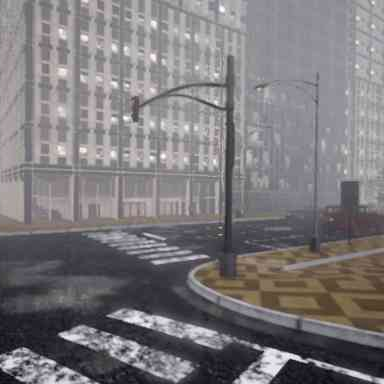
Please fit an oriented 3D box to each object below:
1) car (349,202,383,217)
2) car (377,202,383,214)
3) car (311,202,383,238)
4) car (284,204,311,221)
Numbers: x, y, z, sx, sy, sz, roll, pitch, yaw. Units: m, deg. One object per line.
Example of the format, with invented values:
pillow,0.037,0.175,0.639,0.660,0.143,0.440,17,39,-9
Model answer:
car,19.490,1.852,36.685,4.829,1.417,1.752,0,1,-34
car,24.309,1.915,39.983,4.313,1.339,1.947,0,1,-34
car,10.045,1.693,20.672,5.009,1.841,2.192,0,1,-34
car,10.272,1.836,30.380,4.403,1.369,2.008,0,1,-34
